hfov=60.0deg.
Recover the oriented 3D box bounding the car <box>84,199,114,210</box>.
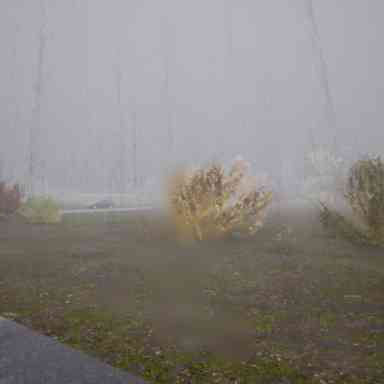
[{"bbox_3d":[-14.185,1.927,50.944,1.837,1.490,4.892,-1,-1,36],"label":"car"}]
